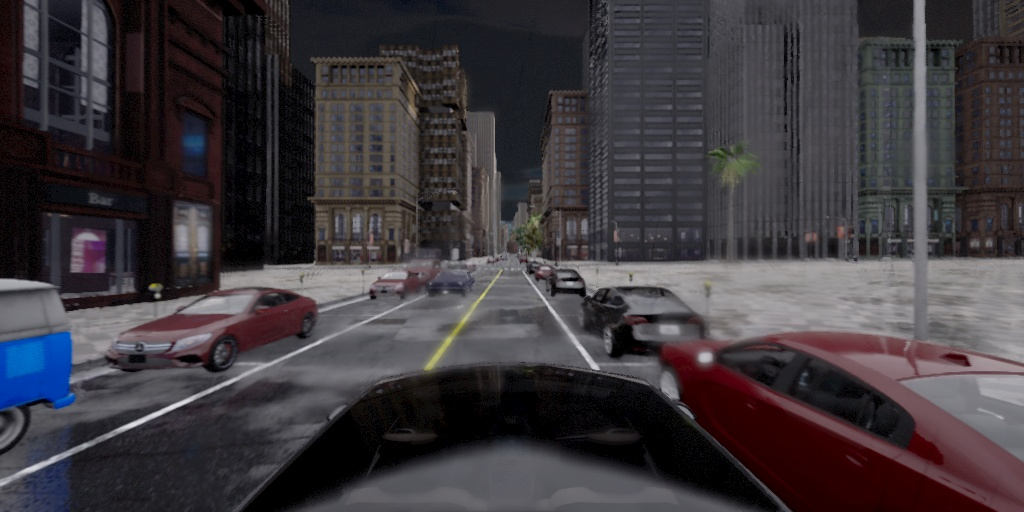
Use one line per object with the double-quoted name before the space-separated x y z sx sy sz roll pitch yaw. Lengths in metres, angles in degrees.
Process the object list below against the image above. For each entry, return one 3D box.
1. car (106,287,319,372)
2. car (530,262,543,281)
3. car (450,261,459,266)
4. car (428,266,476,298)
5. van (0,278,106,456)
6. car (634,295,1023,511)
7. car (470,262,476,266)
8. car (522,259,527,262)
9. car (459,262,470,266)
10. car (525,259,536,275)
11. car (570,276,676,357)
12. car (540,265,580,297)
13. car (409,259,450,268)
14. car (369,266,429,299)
"car" -5.761 1.348 7.611 1.802 1.307 4.207 0 0 0
"car" 2.767 1.395 29.972 1.802 1.307 4.207 0 0 0
"car" -5.758 1.251 28.817 1.967 1.591 4.097 0 0 0
"car" -3.098 1.395 18.924 1.895 1.301 4.718 0 0 0
"van" -5.761 1.092 2.311 1.690 1.789 3.998 0 0 0
"car" 2.763 1.298 2.972 1.888 1.381 4.507 0 0 0
"car" -5.755 1.398 48.147 1.802 1.307 4.207 0 0 0
"car" 2.770 1.382 48.140 1.948 1.339 4.313 0 0 0
"car" -7.484 1.207 42.229 4.403 1.370 2.007 0 0 -9
"car" 2.769 1.385 40.774 1.948 1.339 4.313 0 0 0
"car" 2.764 1.333 8.372 1.948 1.339 4.313 0 0 0
"car" 2.766 1.360 19.172 1.948 1.339 4.313 0 0 0
"car" -5.759 1.119 23.514 2.192 1.841 5.009 0 0 0
"car" -5.759 1.374 18.213 1.802 1.307 4.207 0 0 0
